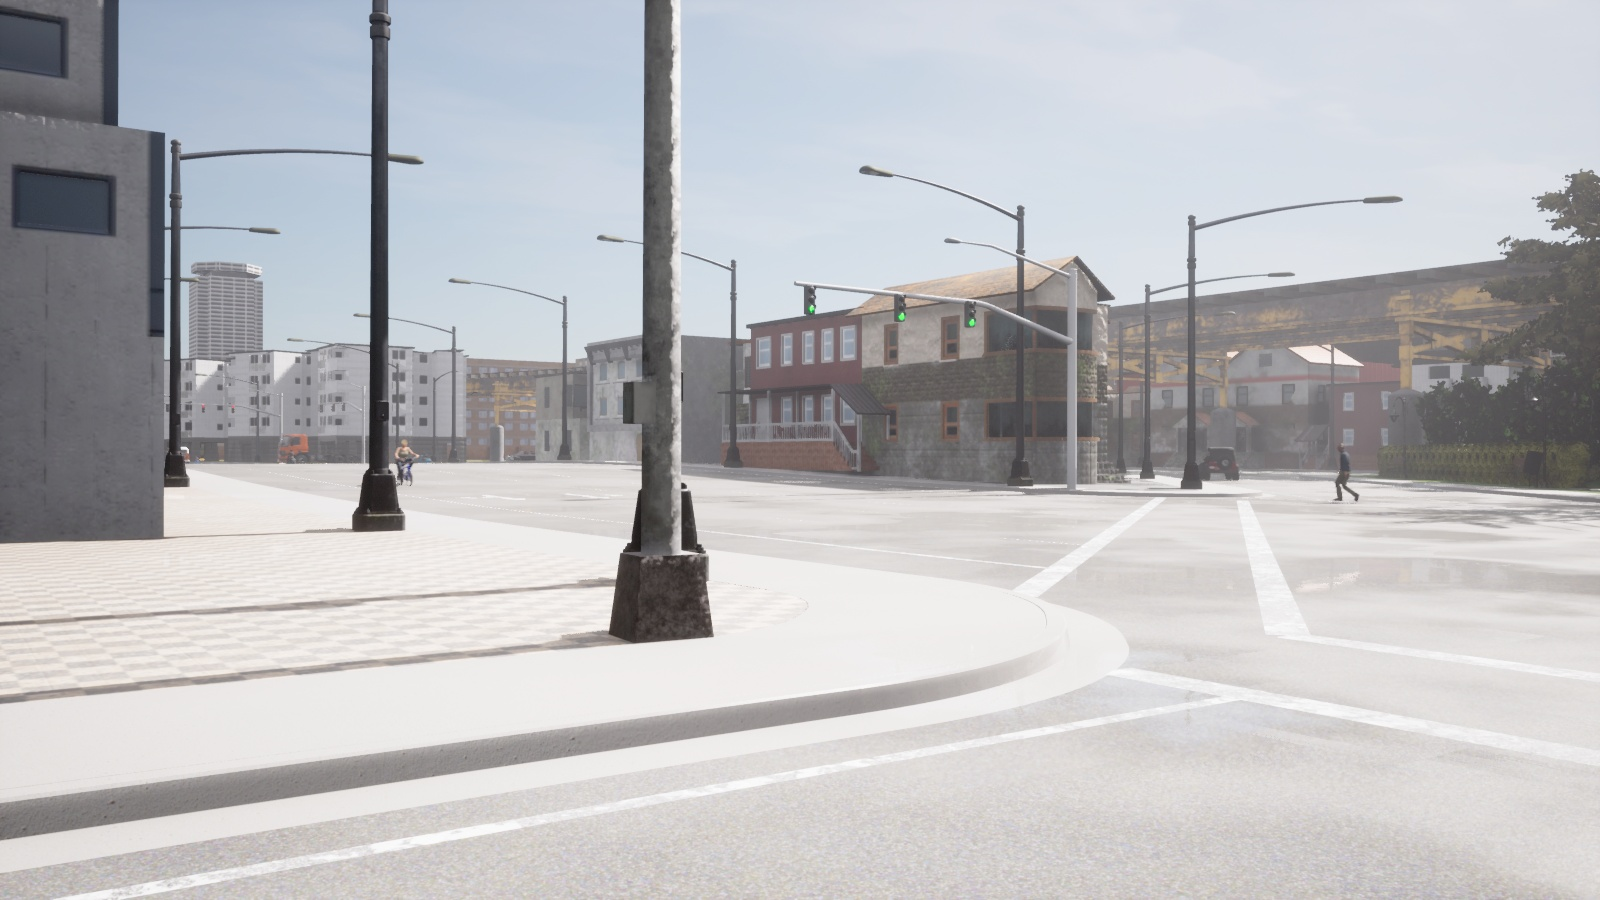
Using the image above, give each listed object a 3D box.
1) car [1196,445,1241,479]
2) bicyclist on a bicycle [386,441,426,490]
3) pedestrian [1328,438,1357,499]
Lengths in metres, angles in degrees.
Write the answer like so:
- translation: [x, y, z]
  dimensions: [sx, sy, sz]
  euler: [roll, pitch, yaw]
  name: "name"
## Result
- translation: [23.953, 0.666, 72.001]
  dimensions: [1.905, 1.878, 3.866]
  euler: [0, 0, 10]
  name: "car"
- translation: [-13.414, 0.504, 42.755]
  dimensions: [0.866, 1.612, 1.509]
  euler: [0, 1, -35]
  name: "bicyclist on a bicycle"
- translation: [16.338, 0.551, 37.802]
  dimensions: [0.726, 1.842, 0.402]
  euler: [0, 0, 38]
  name: "pedestrian"
